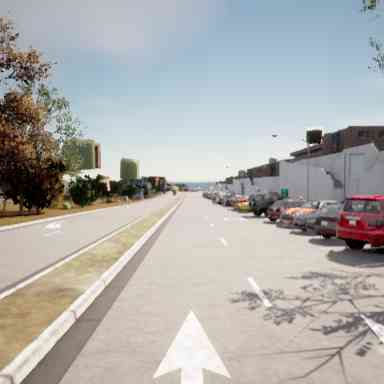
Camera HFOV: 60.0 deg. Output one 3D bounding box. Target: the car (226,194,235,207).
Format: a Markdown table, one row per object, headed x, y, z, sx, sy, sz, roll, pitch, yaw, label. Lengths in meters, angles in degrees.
| x | y | z | sx | sy | sz | roll | pitch | yaw | label |
| --- | --- | --- | --- | --- | --- | --- | --- | --- | --- |
| 7.683 | 1.303 | 42.353 | 5.566 | 2.045 | 2.435 | 1 | 0 | -21 | car |

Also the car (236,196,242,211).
| x | y | z | sx | sy | sz | roll | pitch | yaw | label |
| --- | --- | --- | --- | --- | --- | --- | --- | --- | --- |
| 7.934 | 1.512 | 36.435 | 5.366 | 1.575 | 1.946 | 1 | -1 | -21 | car |

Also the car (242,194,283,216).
| x | y | z | sx | sy | sz | roll | pitch | yaw | label |
| --- | --- | --- | --- | --- | --- | --- | --- | --- | --- |
| 7.848 | 1.229 | 30.384 | 5.566 | 2.045 | 2.435 | 1 | -1 | -21 | car |

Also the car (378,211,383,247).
| x | y | z | sx | sy | sz | roll | pitch | yaw | label |
| --- | --- | --- | --- | --- | --- | --- | --- | --- | --- |
| 8.195 | 1.438 | 9.426 | 5.366 | 1.575 | 1.946 | 1 | 0 | -21 | car |

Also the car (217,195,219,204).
| x | y | z | sx | sy | sz | roll | pitch | yaw | label |
| --- | --- | --- | --- | --- | --- | --- | --- | --- | --- |
| 7.530 | 1.732 | 60.370 | 4.674 | 1.452 | 2.002 | 1 | 0 | -21 | car |

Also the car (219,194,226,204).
| x | y | z | sx | sy | sz | roll | pitch | yaw | label |
| --- | --- | --- | --- | --- | --- | --- | --- | --- | --- |
| 7.589 | 1.547 | 57.383 | 4.553 | 1.767 | 2.185 | 1 | 0 | -21 | car |

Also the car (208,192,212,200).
| x | y | z | sx | sy | sz | roll | pitch | yaw | label |
| --- | --- | --- | --- | --- | --- | --- | --- | --- | --- |
| 7.358 | 1.449 | 75.374 | 5.566 | 2.045 | 2.435 | 1 | 1 | -21 | car |

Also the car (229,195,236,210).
| x | y | z | sx | sy | sz | roll | pitch | yaw | label |
| --- | --- | --- | --- | --- | --- | --- | --- | --- | --- |
| 7.559 | 1.525 | 39.298 | 5.366 | 1.575 | 1.946 | 1 | 0 | -21 | car |

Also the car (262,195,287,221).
| x | y | z | sx | sy | sz | roll | pitch | yaw | label |
| --- | --- | --- | --- | --- | --- | --- | --- | --- | --- |
| 7.850 | 1.332 | 24.357 | 4.553 | 1.767 | 2.185 | 1 | -1 | -21 | car |

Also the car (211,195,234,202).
| x | y | z | sx | sy | sz | roll | pitch | yaw | label |
| --- | --- | --- | --- | --- | --- | --- | --- | --- | --- |
| 7.493 | 1.667 | 81.470 | 5.366 | 1.575 | 1.946 | 1 | 0 | -21 | car |

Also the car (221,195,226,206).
| x | y | z | sx | sy | sz | roll | pitch | yaw | label |
| --- | --- | --- | --- | --- | --- | --- | --- | --- | --- |
| 7.608 | 1.628 | 51.371 | 5.008 | 1.535 | 2.097 | 1 | -1 | -21 | car |

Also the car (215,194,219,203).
| x | y | z | sx | sy | sz | roll | pitch | yaw | label |
| --- | --- | --- | --- | --- | --- | --- | --- | --- | --- |
| 7.523 | 1.730 | 63.395 | 4.792 | 1.488 | 2.163 | 1 | 0 | -21 | car |

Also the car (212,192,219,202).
| x | y | z | sx | sy | sz | roll | pitch | yaw | label |
| --- | --- | --- | --- | --- | --- | --- | --- | --- | --- |
| 7.497 | 1.457 | 66.395 | 5.566 | 2.045 | 2.435 | 1 | 0 | -21 | car |

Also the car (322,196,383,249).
| x | y | z | sx | sy | sz | roll | pitch | yaw | label |
| --- | --- | --- | --- | --- | --- | --- | --- | --- | --- |
| 8.024 | 1.189 | 12.374 | 5.566 | 2.045 | 2.435 | 1 | 0 | -21 | car |

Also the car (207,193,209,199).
| x | y | z | sx | sy | sz | roll | pitch | yaw | label |
| --- | --- | --- | --- | --- | --- | --- | --- | --- | --- |
| 7.237 | 1.655 | 87.391 | 4.792 | 1.488 | 2.163 | 1 | 1 | -21 | car |

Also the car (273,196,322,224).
| x | y | z | sx | sy | sz | roll | pitch | yaw | label |
| --- | --- | --- | --- | --- | --- | --- | --- | --- | --- |
| 7.942 | 1.326 | 21.372 | 4.553 | 1.767 | 2.185 | 1 | 0 | -21 | car |

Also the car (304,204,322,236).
| x | y | z | sx | sy | sz | roll | pitch | yaw | label |
| --- | --- | --- | --- | --- | --- | --- | --- | --- | --- |
| 7.992 | 1.472 | 15.377 | 4.792 | 1.488 | 2.163 | 1 | 0 | -21 | car |

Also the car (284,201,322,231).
| x | y | z | sx | sy | sz | roll | pitch | yaw | label |
| --- | --- | --- | --- | --- | --- | --- | --- | --- | --- |
| 7.945 | 1.448 | 18.361 | 4.892 | 1.521 | 2.231 | 1 | 0 | -21 | car |
